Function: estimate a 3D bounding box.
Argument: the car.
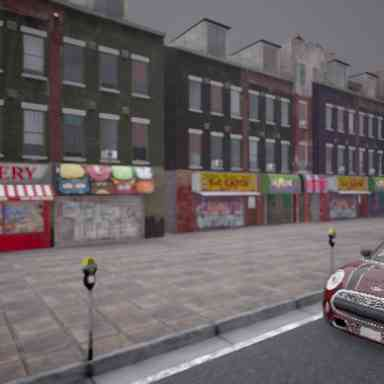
[{"bbox_3d":[4.073,1.406,5.726,4.097,1.590,1.967,0,0,-35],"label":"car"}]
